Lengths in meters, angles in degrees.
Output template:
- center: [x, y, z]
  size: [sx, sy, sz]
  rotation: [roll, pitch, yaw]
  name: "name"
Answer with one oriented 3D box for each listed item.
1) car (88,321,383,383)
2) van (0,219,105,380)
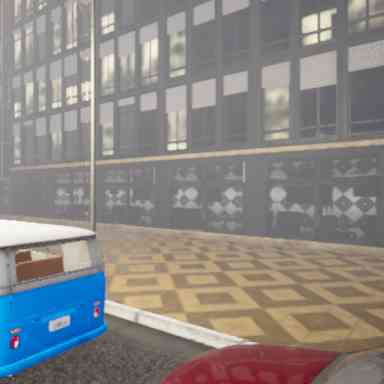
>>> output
- center: [1.554, 1.583, 1.765]
  size: [4.206, 1.307, 1.802]
  rotation: [0, 0, 35]
  name: "car"
- center: [-3.094, 1.337, 5.063]
  size: [3.998, 1.788, 1.690]
  rotation: [0, 0, 35]
  name: "van"
